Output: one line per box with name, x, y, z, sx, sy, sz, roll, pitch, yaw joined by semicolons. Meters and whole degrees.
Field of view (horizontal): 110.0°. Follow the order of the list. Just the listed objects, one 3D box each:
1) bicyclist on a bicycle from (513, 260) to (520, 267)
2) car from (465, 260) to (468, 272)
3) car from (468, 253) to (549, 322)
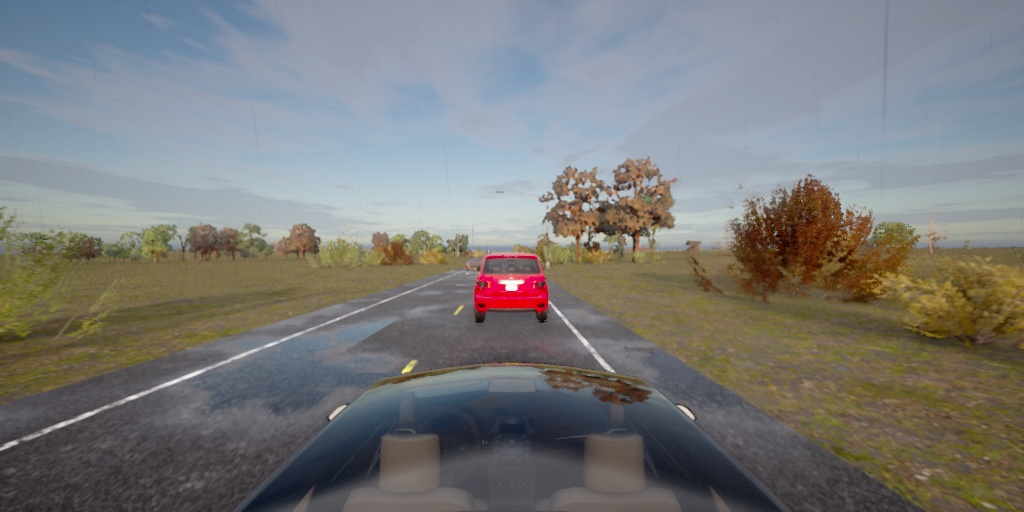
bicyclist on a bicycle;0.498;0.947;35.178;0.659;1.776;1.843;0;1;-1
car;-4.150;0.895;41.549;2.097;1.767;4.553;0;0;-1
car;-0.049;0.917;12.204;2.150;2.045;5.566;0;0;-1
